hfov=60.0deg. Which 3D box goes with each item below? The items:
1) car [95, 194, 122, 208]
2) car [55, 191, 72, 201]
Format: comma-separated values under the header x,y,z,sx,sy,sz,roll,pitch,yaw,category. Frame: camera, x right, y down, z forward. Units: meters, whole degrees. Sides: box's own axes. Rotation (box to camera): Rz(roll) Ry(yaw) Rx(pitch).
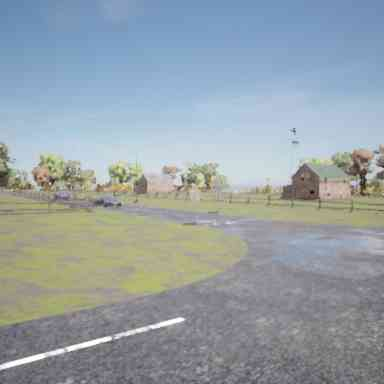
x,y,z,sx,sy,sz,roll,pitch,yaw,category
-9.665,1.007,38.045,1.812,1.442,4.674,-1,1,-35,car
-21.083,0.643,54.466,1.882,1.535,5.008,-1,1,-35,car
